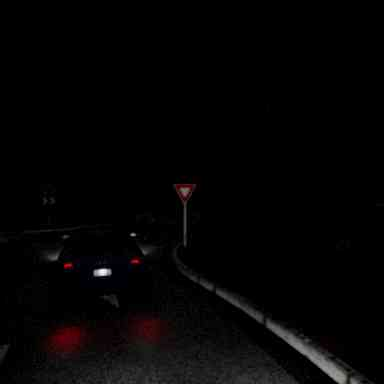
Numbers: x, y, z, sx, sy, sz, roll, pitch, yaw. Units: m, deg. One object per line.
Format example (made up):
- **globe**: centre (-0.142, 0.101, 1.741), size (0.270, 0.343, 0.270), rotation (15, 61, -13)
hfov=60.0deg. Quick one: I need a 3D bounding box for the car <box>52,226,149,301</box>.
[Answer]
- **car**: centre (-2.327, 1.561, 8.501), size (1.994, 1.385, 4.181), rotation (0, 0, -16)
